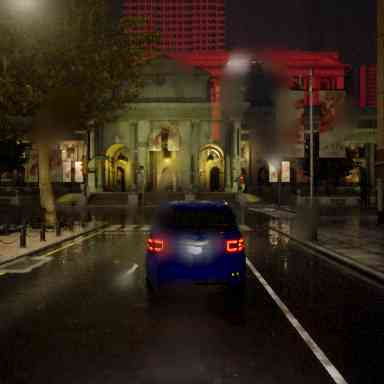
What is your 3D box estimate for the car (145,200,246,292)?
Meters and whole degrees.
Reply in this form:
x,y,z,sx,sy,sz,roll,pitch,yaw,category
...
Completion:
x,y,z,sx,sy,sz,roll,pitch,yaw,category
0.100,1.221,9.089,2.150,2.045,5.566,0,0,1,car
